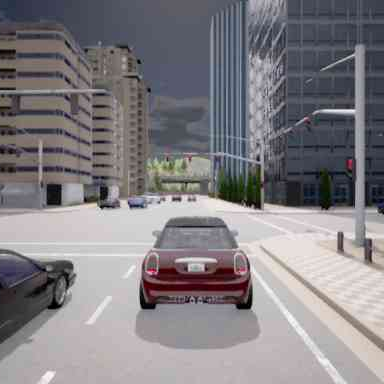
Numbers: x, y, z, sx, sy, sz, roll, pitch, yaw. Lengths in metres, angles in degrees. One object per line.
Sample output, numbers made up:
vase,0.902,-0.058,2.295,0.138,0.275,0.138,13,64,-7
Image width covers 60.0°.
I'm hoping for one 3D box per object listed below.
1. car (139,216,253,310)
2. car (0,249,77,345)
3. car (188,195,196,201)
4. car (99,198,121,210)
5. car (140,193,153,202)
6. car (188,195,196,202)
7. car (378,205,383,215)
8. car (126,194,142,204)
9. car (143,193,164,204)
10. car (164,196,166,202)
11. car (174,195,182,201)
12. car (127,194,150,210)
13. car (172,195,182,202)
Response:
car,0.082,1.349,7.988,2.097,1.767,4.553,0,0,0
car,-3.434,1.545,4.790,2.033,1.411,5.357,0,0,0
car,-0.004,1.459,84.353,1.812,1.442,4.674,0,0,0
car,-10.603,1.530,43.419,2.033,1.411,5.357,0,0,0
car,-10.504,1.186,76.606,2.150,2.045,5.566,0,0,0
car,-0.004,1.516,75.859,1.994,1.385,4.181,0,0,0
car,19.385,1.410,29.845,5.008,1.535,1.882,0,0,0
car,-10.553,1.327,61.220,2.097,1.767,4.553,0,0,0
car,-7.054,1.200,61.195,2.150,2.045,5.566,0,0,0
car,-7.004,1.504,75.770,2.033,1.411,5.357,0,0,0
car,-3.504,1.475,84.353,2.033,1.411,5.357,0,0,0
car,-7.093,1.460,43.924,1.882,1.535,5.008,0,0,0
car,-3.504,1.440,74.743,1.882,1.535,5.008,0,0,0
